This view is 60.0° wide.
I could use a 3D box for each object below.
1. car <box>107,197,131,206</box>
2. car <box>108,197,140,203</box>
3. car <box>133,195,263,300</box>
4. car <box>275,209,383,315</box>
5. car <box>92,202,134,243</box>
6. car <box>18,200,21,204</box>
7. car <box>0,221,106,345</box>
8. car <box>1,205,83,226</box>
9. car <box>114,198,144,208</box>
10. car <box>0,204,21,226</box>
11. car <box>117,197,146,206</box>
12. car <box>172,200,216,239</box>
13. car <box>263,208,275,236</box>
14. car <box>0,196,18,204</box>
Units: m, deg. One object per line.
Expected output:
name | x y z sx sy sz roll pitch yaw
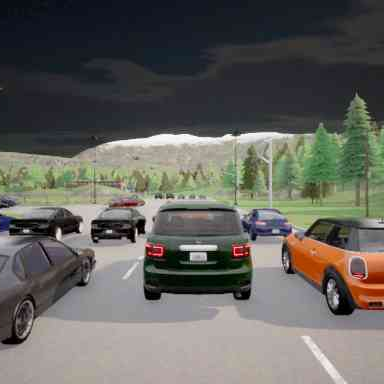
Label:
car | -12.656 1.564 57.655 1.994 1.385 4.181 0 0 25
car | -8.977 1.601 45.310 4.718 1.301 1.895 0 0 -40
car | 0.108 1.221 8.502 2.150 2.045 5.566 0 0 0
car | 3.601 1.352 7.703 2.097 1.767 4.553 0 0 0
car | -3.391 1.478 16.132 1.882 1.535 5.008 0 0 0
car | -28.719 1.351 50.779 4.553 1.767 2.097 0 0 0
car | -3.399 1.547 6.305 2.033 1.411 5.357 0 0 0
car | -6.890 1.478 16.303 1.882 1.535 5.008 0 0 0
car | -9.397 1.564 49.871 1.994 1.385 4.181 0 0 41
car | -10.390 1.526 16.334 1.812 1.442 4.674 0 0 0
car | -9.852 1.547 54.673 2.033 1.411 5.357 0 0 25
car | 0.111 1.352 18.024 2.097 1.767 4.553 0 0 0
car | 3.612 1.526 16.603 1.812 1.442 4.674 0 0 0
car | -26.437 1.548 43.800 5.357 1.411 2.033 0 0 -1
